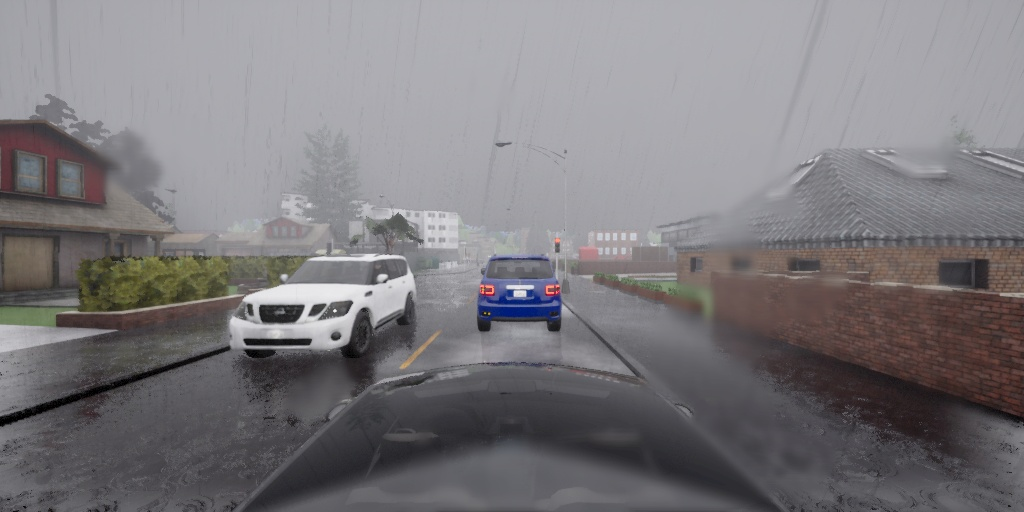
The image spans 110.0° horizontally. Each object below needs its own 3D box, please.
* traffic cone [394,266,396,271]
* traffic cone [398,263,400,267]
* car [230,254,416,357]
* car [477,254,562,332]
[{"bbox_3d":[-15.393,1.561,45.937,0.344,0.586,0.344,0,0,0],"label":"traffic cone"},{"bbox_3d":[-15.027,1.558,46.504,0.344,0.586,0.344,0,0,0],"label":"traffic cone"},{"bbox_3d":[-4.012,0.971,8.870,2.150,2.045,5.566,0,0,0],"label":"car"},{"bbox_3d":[0.191,0.971,11.049,2.150,2.045,5.566,0,0,0],"label":"car"}]
